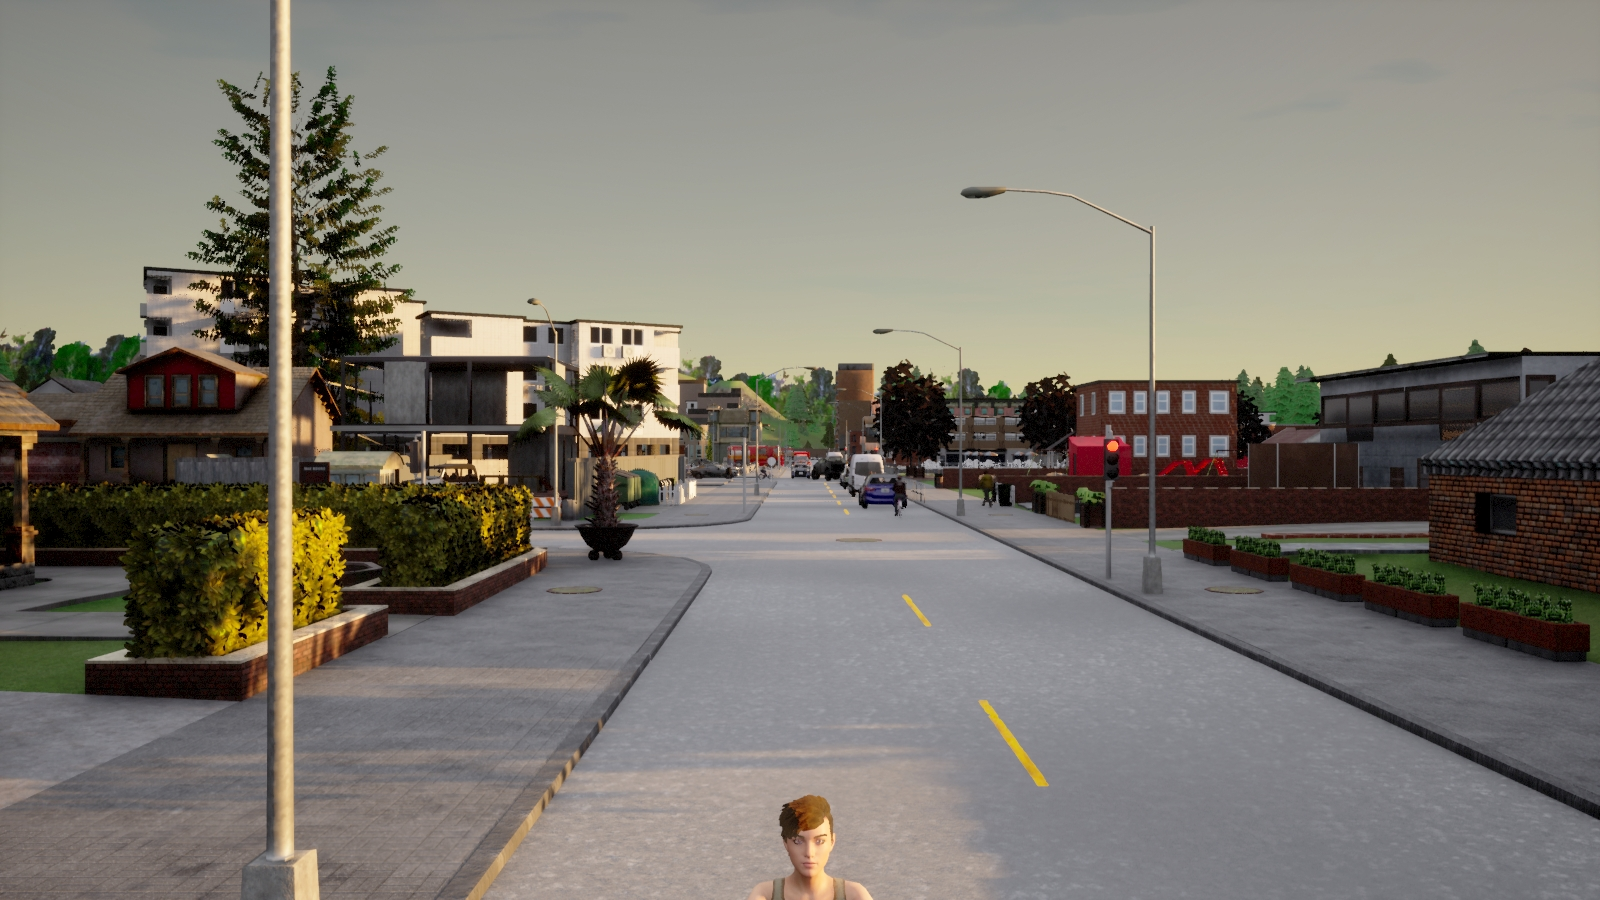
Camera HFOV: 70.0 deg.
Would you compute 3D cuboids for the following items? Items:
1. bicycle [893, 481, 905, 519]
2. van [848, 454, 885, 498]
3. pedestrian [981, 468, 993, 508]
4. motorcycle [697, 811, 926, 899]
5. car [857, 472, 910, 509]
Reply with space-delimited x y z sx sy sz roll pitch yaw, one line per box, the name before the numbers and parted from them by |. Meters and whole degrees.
bicycle | 4.089 2.060 47.062 0.329 1.471 1.835 0 0 0
van | 4.040 1.535 70.400 1.988 2.561 5.915 0 0 0
pedestrian | 8.602 1.744 52.540 0.375 1.860 0.375 0 0 -23
motorcycle | 0.039 2.155 3.558 0.764 1.307 2.356 0 0 0
car | 4.046 1.967 56.171 2.242 1.667 4.611 0 0 0
